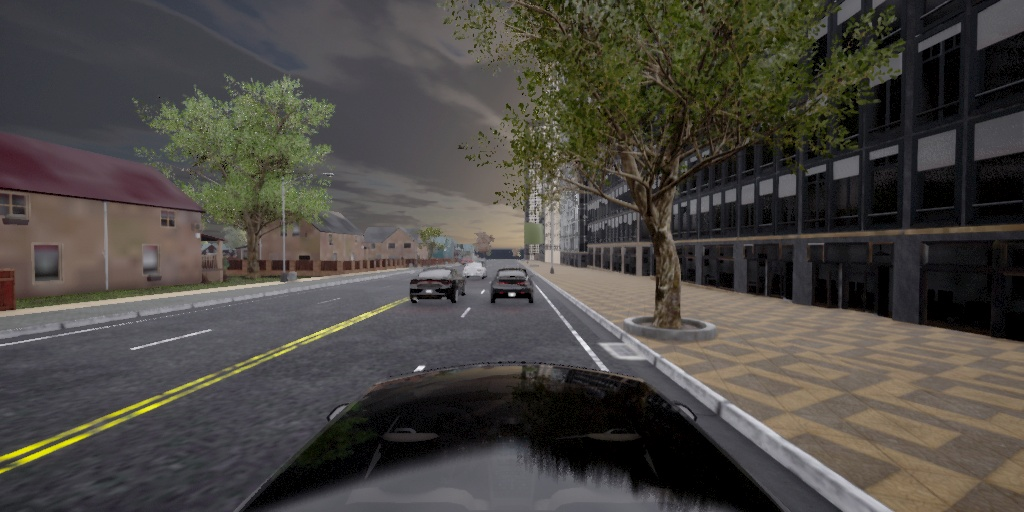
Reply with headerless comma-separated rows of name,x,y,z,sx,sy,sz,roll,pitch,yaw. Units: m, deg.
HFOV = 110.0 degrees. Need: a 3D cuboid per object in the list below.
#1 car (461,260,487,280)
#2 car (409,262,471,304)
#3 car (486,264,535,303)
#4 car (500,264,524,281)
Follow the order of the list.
car,-3.249,1.297,31.508,1.812,1.442,4.674,0,0,0
car,-3.250,1.236,16.504,1.882,1.535,5.008,0,0,0
car,0.000,1.268,16.504,1.837,1.490,4.892,0,0,0
car,0.000,1.380,31.538,1.895,1.301,4.718,0,0,0
